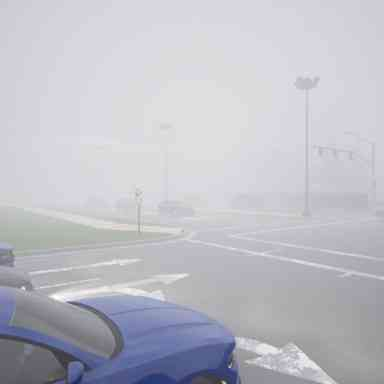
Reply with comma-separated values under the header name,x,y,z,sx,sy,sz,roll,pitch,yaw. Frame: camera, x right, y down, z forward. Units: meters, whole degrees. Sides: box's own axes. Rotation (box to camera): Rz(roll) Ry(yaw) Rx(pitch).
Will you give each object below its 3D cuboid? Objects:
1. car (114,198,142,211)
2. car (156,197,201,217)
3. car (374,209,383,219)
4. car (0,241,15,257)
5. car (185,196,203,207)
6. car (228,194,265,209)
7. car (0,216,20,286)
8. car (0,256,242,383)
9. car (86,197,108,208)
name,x,y,z,sx,sy,sz,roll,pitch,yaw
car,-7.792,1.492,40.215,2.128,1.511,4.902,0,0,-36
car,-1.637,1.505,31.839,1.837,1.490,4.892,0,0,-36
car,17.284,1.547,25.868,2.033,1.411,5.357,0,0,-36
car,-4.551,1.564,4.817,4.181,1.385,1.994,0,0,-35
car,-0.432,1.352,49.944,2.097,1.767,4.553,0,0,-36
car,7.343,1.222,45.281,2.150,2.045,5.566,0,0,-36
car,-6.823,1.478,7.496,5.008,1.535,1.882,0,0,-35
car,-1.830,1.478,2.455,5.008,1.535,1.882,0,0,-35
car,-13.955,1.492,48.636,2.128,1.511,4.902,0,0,-36
